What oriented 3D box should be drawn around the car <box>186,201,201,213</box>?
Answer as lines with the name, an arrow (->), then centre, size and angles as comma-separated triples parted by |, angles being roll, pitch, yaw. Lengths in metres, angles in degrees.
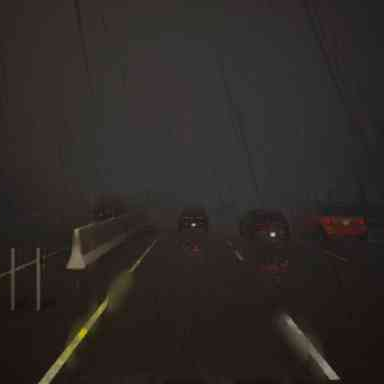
car -> 0.200, 1.893, 42.409 | 1.895, 1.301, 4.718 | 0, 0, 0

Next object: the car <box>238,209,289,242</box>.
car -> 3.591, 1.618, 17.155 | 1.837, 1.490, 4.892 | 0, 0, 0

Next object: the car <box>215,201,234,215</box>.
car -> 3.679, 1.747, 38.028 | 2.128, 1.511, 4.902 | 0, 0, 0

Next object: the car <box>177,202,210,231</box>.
car -> 0.111, 1.658, 21.823 | 1.837, 1.490, 4.892 | 0, 0, 0

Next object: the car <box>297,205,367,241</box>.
car -> 7.093, 1.458, 17.424 | 2.097, 1.767, 4.553 | 0, 0, 0
